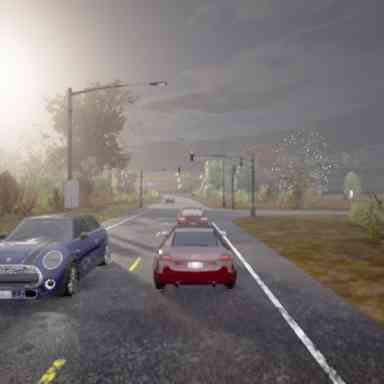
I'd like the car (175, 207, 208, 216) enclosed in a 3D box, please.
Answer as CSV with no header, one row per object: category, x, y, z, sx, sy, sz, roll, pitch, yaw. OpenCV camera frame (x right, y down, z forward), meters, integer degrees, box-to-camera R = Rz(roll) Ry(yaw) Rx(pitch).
car,-0.024,1.594,19.966,1.812,1.442,4.674,0,0,-2

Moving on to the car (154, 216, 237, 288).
car,0.060,1.596,9.375,1.994,1.385,4.181,0,0,0

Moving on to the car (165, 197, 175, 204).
car,-4.748,1.836,70.179,1.895,1.301,4.718,0,0,-2

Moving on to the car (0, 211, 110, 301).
car,-3.628,1.381,8.637,2.097,1.767,4.553,0,0,0

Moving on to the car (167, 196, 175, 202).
car,-5.337,1.848,85.760,1.994,1.385,4.181,0,0,-2
